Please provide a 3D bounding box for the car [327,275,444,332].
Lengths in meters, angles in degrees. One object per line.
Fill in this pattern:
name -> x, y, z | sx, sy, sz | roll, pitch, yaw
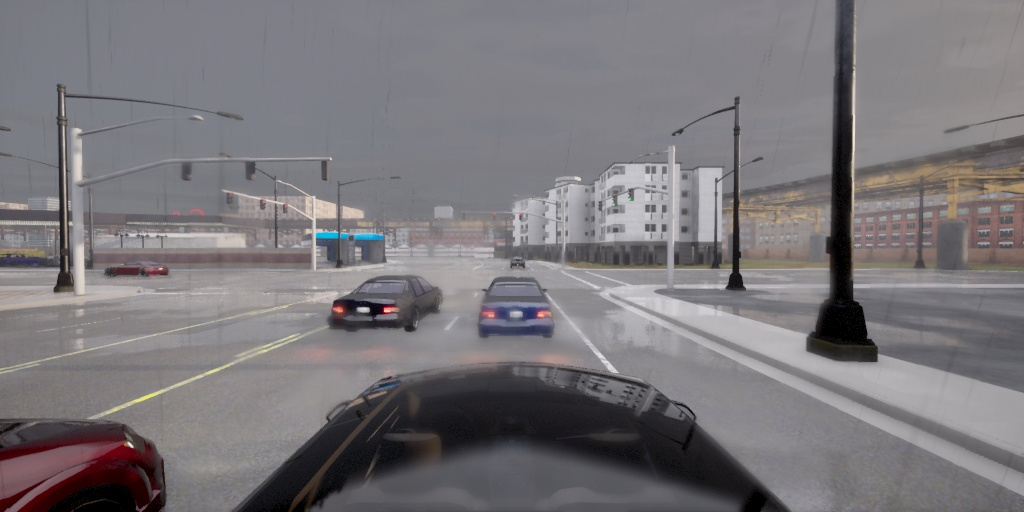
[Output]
car -> -3.406, 1.274, 10.730 | 2.033, 1.411, 5.357 | 0, 0, 0

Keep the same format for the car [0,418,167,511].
car -> -3.395, 1.314, 0.733 | 1.994, 1.385, 4.181 | 0, 0, 0

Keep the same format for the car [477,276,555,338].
car -> 0.090, 1.279, 10.128 | 2.033, 1.411, 5.357 | 0, 0, 0

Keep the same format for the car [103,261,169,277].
car -> -32.406, 1.083, 30.999 | 4.181, 1.385, 1.994 | 0, 1, -1

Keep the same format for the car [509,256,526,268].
car -> 0.707, 0.775, 45.918 | 1.837, 1.490, 4.892 | 0, 1, 0
